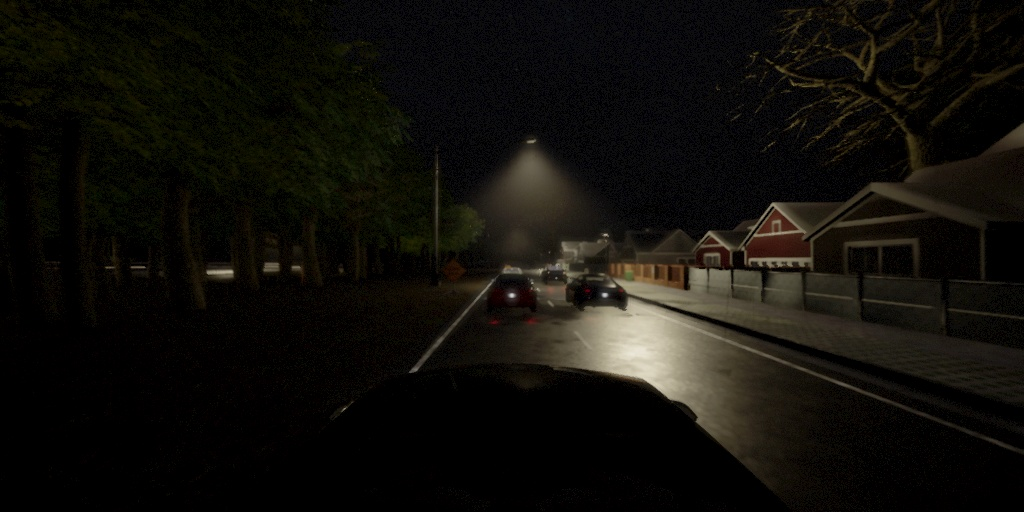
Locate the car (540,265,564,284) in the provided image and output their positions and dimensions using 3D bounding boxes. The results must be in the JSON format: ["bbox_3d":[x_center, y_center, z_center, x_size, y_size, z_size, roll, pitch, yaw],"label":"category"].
[{"bbox_3d":[3.504,1.541,30.379,2.128,1.511,4.902,0,0,0],"label":"car"}]

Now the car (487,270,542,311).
[{"bbox_3d":[0.013,1.455,15.306,1.994,1.385,4.181,0,-1,0],"label":"car"}]

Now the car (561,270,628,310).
[{"bbox_3d":[3.515,1.457,15.501,1.994,1.385,4.181,0,-1,0],"label":"car"}]

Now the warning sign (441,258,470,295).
[{"bbox_3d":[-3.060,1.042,18.779,1.300,1.860,1.060,0,0,0],"label":"warning sign"}]

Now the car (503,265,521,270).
[{"bbox_3d":[0.000,1.646,30.118,1.895,1.301,4.718,0,-1,0],"label":"car"}]
